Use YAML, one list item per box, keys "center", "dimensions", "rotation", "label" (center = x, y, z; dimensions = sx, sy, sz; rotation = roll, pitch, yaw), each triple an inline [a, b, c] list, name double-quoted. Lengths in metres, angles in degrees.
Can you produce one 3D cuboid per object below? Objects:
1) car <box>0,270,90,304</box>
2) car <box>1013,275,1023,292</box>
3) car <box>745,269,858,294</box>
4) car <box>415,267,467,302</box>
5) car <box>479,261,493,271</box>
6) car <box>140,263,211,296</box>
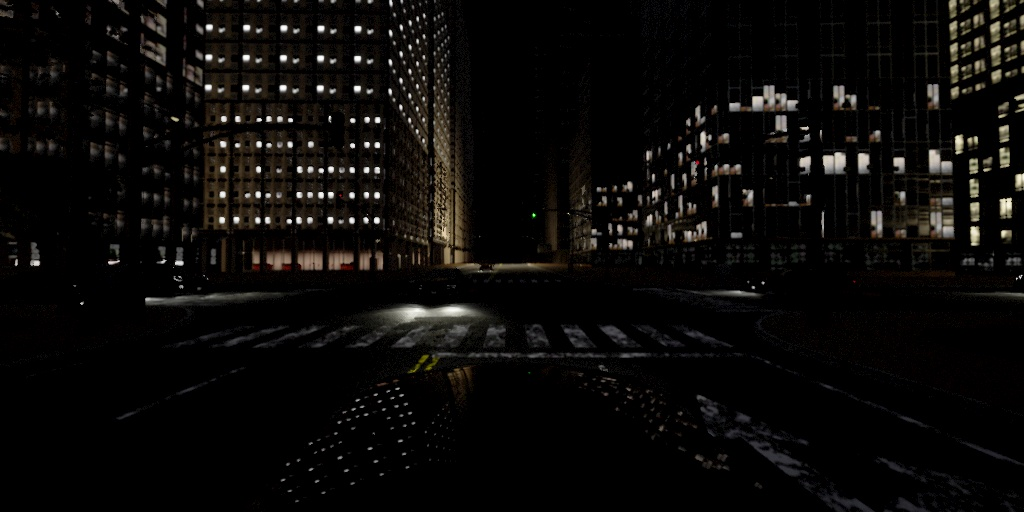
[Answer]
- center: [-20.113, 1.296, 15.794]
  dimensions: [4.181, 1.385, 1.994]
  rotation: [0, -1, 2]
  label: "car"
- center: [31.955, 1.274, 20.435]
  dimensions: [4.553, 1.767, 2.097]
  rotation: [0, -1, 2]
  label: "car"
- center: [16.750, 1.454, 20.862]
  dimensions: [5.357, 1.411, 2.033]
  rotation: [0, -1, 2]
  label: "car"
- center: [-3.345, 1.293, 17.609]
  dimensions: [1.882, 1.535, 5.008]
  rotation: [0, -1, -1]
  label: "car"
- center: [-4.035, 1.479, 55.957]
  dimensions: [1.882, 1.535, 5.008]
  rotation: [0, 0, -1]
  label: "car"
- center: [-18.753, 1.153, 19.009]
  dimensions: [4.553, 1.767, 2.097]
  rotation: [0, -1, 2]
  label: "car"
